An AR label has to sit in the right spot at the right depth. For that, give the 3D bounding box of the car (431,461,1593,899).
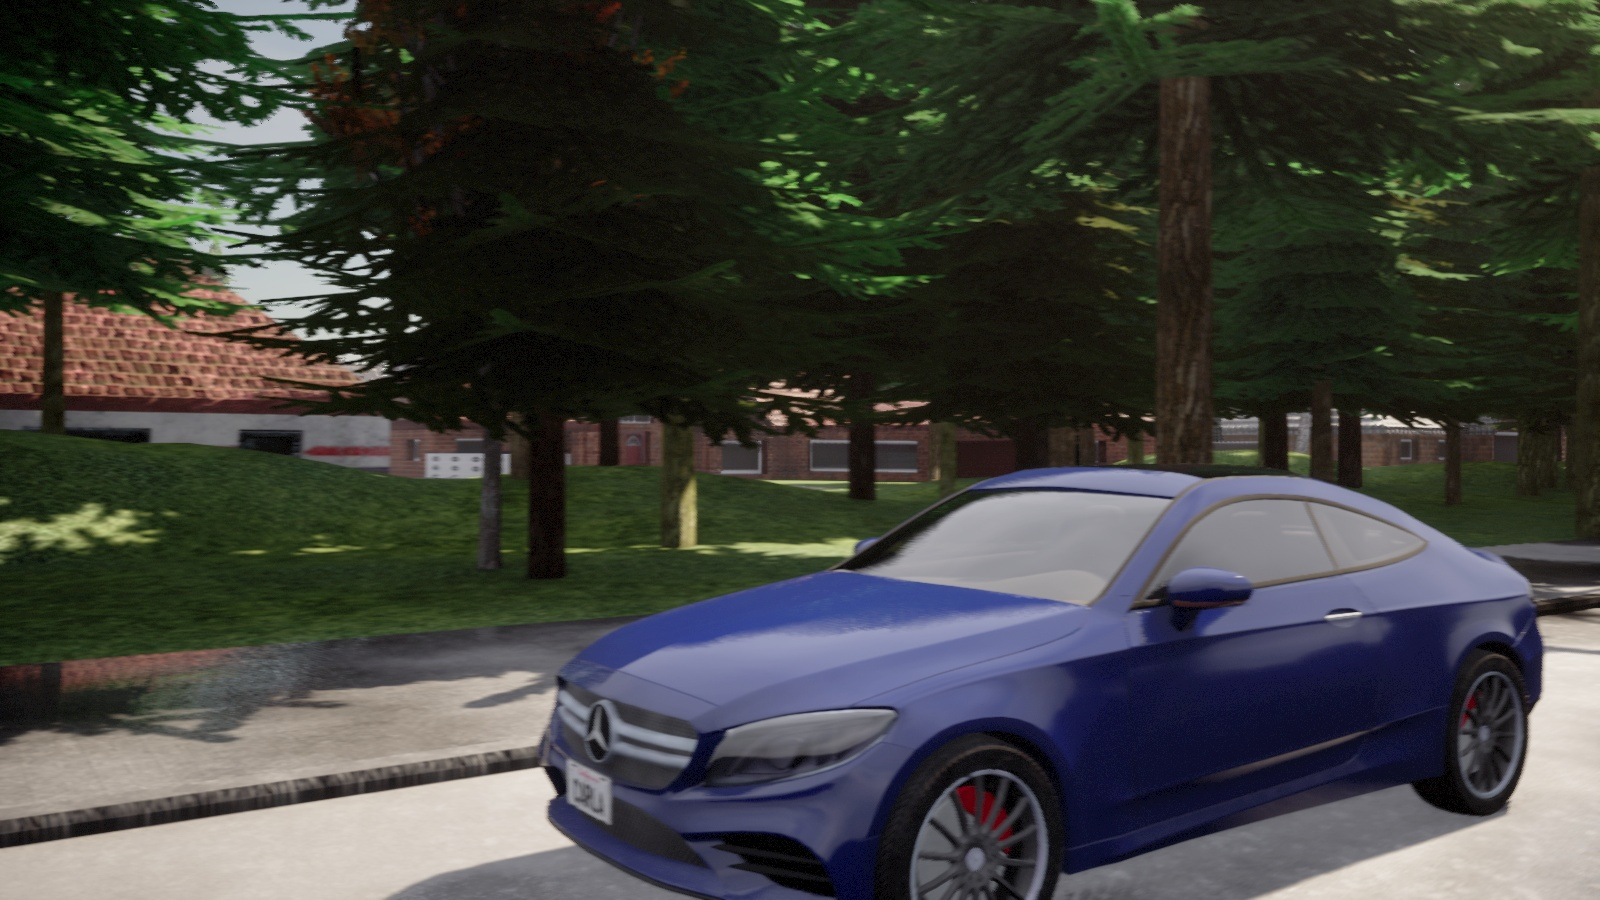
[{"bbox_3d":[1.127,0.781,5.052,4.674,1.442,1.812,0,0,-35],"label":"car"}]
